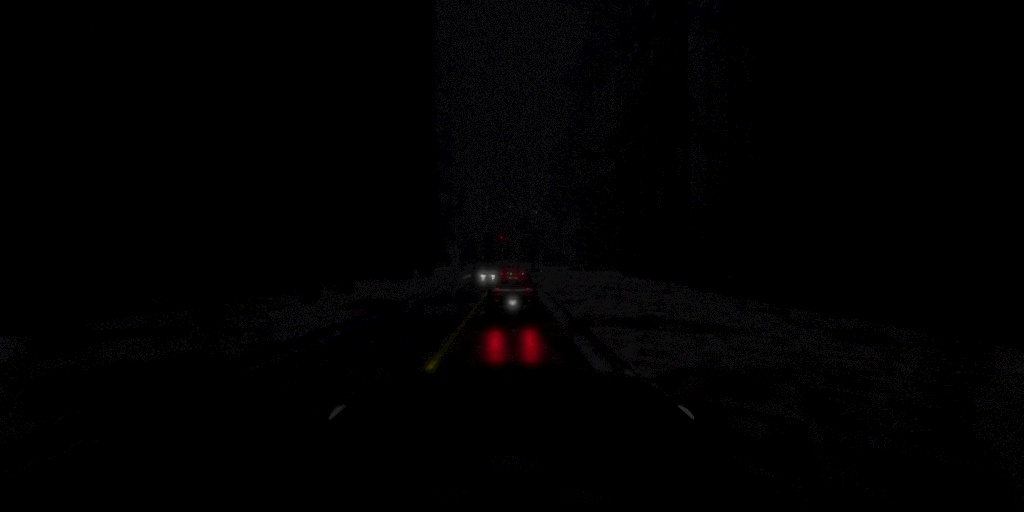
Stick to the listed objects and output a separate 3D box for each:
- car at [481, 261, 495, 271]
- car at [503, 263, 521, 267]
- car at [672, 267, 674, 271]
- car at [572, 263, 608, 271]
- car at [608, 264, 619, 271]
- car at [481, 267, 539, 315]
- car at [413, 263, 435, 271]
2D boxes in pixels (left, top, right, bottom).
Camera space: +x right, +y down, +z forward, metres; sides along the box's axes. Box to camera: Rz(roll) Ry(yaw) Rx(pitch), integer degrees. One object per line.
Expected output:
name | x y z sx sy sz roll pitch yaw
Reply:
car | -3.039 1.767 47.701 2.033 1.411 5.357 0 -1 1
car | 0.029 1.381 29.266 2.097 1.767 4.553 0 -1 1
car | 23.812 1.867 56.604 4.829 1.417 1.751 0 0 0
car | 12.305 1.846 56.562 4.403 1.370 2.007 0 0 0
car | 17.975 1.883 56.583 4.313 1.339 1.948 0 0 0
car | 0.037 1.369 14.342 2.128 1.511 4.902 0 0 0
car | -14.614 1.739 56.464 4.829 1.417 1.751 0 0 0
